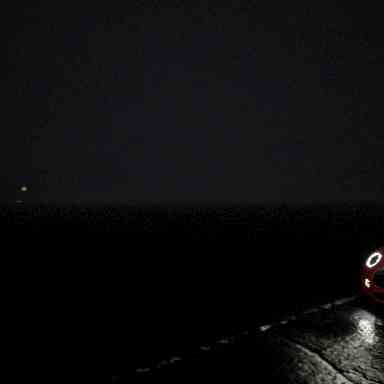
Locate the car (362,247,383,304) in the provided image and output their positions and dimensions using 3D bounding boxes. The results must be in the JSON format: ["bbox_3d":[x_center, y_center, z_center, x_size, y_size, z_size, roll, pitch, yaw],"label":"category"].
[{"bbox_3d":[5.611,1.350,7.076,4.553,1.767,2.097,0,0,-35],"label":"car"}]
